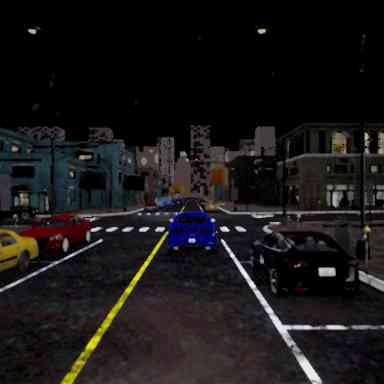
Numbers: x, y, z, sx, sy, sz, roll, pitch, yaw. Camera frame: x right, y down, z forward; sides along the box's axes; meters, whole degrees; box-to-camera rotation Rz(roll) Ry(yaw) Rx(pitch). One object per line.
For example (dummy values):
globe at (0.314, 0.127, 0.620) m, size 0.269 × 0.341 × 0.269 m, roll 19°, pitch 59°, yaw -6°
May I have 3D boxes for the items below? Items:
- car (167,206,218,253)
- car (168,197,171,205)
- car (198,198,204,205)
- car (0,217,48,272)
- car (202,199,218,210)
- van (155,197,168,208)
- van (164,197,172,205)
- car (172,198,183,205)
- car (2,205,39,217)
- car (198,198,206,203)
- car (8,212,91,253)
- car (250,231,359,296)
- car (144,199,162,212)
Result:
car at (0.013, 1.613, 14.473) m, size 1.882 × 1.535 × 5.008 m, roll 0°, pitch 0°, yaw 0°
car at (-5.671, 2.131, 63.403) m, size 1.887 × 1.381 × 4.507 m, roll 0°, pitch -1°, yaw 0°
car at (2.714, 2.238, 74.492) m, size 2.008 × 1.369 × 4.403 m, roll -1°, pitch -1°, yaw 0°
car at (-5.691, 1.606, 8.533) m, size 1.752 × 1.417 × 4.829 m, roll 0°, pitch -1°, yaw 0°
car at (2.704, 1.960, 46.932) m, size 1.752 × 1.417 × 4.829 m, roll -1°, pitch -1°, yaw 0°
van at (-5.674, 1.876, 57.858) m, size 1.690 × 1.788 × 3.998 m, roll 0°, pitch -1°, yaw 0°
van at (-5.666, 2.080, 80.043) m, size 1.690 × 1.788 × 3.998 m, roll 0°, pitch -1°, yaw 0°
car at (-2.975, 2.209, 74.502) m, size 1.812 × 1.442 × 4.674 m, roll 0°, pitch -1°, yaw 0°
car at (-18.184, 2.049, 34.567) m, size 4.313 × 1.339 × 1.947 m, roll -1°, pitch 1°, yaw -1°
car at (2.720, 2.406, 91.130) m, size 1.947 × 1.339 × 4.313 m, roll -1°, pitch -1°, yaw 0°
car at (-5.688, 1.678, 14.247) m, size 1.887 × 1.381 × 4.507 m, roll 0°, pitch -1°, yaw 0°
car at (2.691, 1.647, 8.700) m, size 1.947 × 1.339 × 4.313 m, roll -1°, pitch -1°, yaw 0°
car at (-5.676, 2.015, 46.764) m, size 1.802 × 1.307 × 4.206 m, roll 0°, pitch -1°, yaw 0°
